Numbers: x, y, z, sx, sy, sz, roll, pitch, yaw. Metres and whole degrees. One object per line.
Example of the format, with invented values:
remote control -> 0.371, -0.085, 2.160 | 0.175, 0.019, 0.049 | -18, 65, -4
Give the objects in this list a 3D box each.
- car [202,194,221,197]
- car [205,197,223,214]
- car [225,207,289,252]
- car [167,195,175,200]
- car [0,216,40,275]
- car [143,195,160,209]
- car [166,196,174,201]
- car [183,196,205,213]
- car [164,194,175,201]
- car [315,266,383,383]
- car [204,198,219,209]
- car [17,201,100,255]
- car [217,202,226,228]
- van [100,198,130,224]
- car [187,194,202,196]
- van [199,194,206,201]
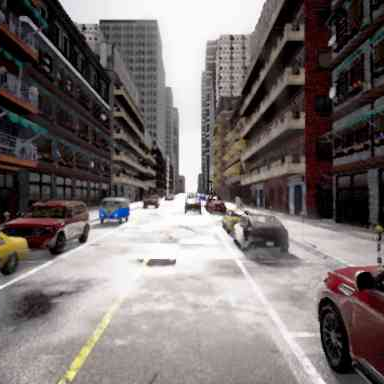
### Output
car -> 2.699, 1.328, 41.363 | 2.192, 1.841, 5.009 | 1, 0, 0
car -> 2.696, 1.557, 35.822 | 1.887, 1.381, 4.507 | 1, 0, 0
car -> 2.700, 1.556, 13.660 | 2.008, 1.369, 4.403 | 1, 0, 0
car -> -5.663, 1.582, 91.171 | 1.947, 1.339, 4.313 | 1, 0, 0
car -> -5.679, 1.528, 7.896 | 1.752, 1.417, 4.829 | 1, 0, 0
car -> -5.683, 1.329, 46.849 | 2.192, 1.841, 5.009 | 1, 0, 0
car -> -5.662, 1.598, 85.631 | 1.802, 1.307, 4.206 | 1, 0, 0
car -> 0.092, 1.504, 36.453 | 2.128, 1.511, 4.902 | 0, 0, 0
car -> -5.661, 1.566, 80.090 | 2.008, 1.369, 4.403 | 1, 0, 0
car -> 2.707, 1.316, 2.579 | 2.192, 1.841, 5.009 | 1, 0, 0
car -> 2.693, 1.596, 46.903 | 1.802, 1.307, 4.206 | 1, 0, 0
car -> -5.676, 1.320, 13.606 | 2.192, 1.841, 5.009 | 1, 0, 0
car -> 2.700, 1.533, 19.370 | 1.752, 1.417, 4.829 | 1, 0, 0
van -> -5.679, 1.350, 24.687 | 1.690, 1.788, 3.998 | 1, 0, 0
car -> 0.091, 1.237, 48.732 | 2.150, 2.045, 5.566 | 0, 0, -1
van -> 2.689, 1.357, 85.686 | 1.690, 1.788, 3.998 | 1, 0, 0
